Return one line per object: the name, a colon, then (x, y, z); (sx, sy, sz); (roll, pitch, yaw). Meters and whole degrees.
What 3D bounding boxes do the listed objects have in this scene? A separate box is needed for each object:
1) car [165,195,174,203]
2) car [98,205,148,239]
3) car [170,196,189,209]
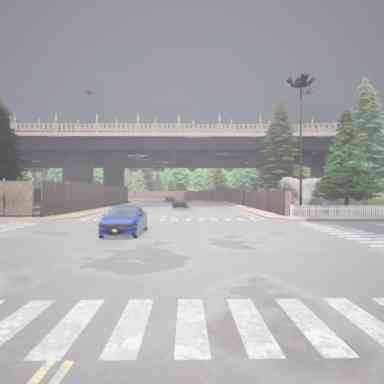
car: (-4.508, 1.507, 71.217); (1.837, 1.490, 4.892); (0, 0, -15)
car: (-3.496, 1.473, 17.500); (1.882, 1.535, 5.008); (0, 0, 0)
car: (-1.430, 1.621, 44.983); (1.895, 1.301, 4.718); (0, 0, 4)
